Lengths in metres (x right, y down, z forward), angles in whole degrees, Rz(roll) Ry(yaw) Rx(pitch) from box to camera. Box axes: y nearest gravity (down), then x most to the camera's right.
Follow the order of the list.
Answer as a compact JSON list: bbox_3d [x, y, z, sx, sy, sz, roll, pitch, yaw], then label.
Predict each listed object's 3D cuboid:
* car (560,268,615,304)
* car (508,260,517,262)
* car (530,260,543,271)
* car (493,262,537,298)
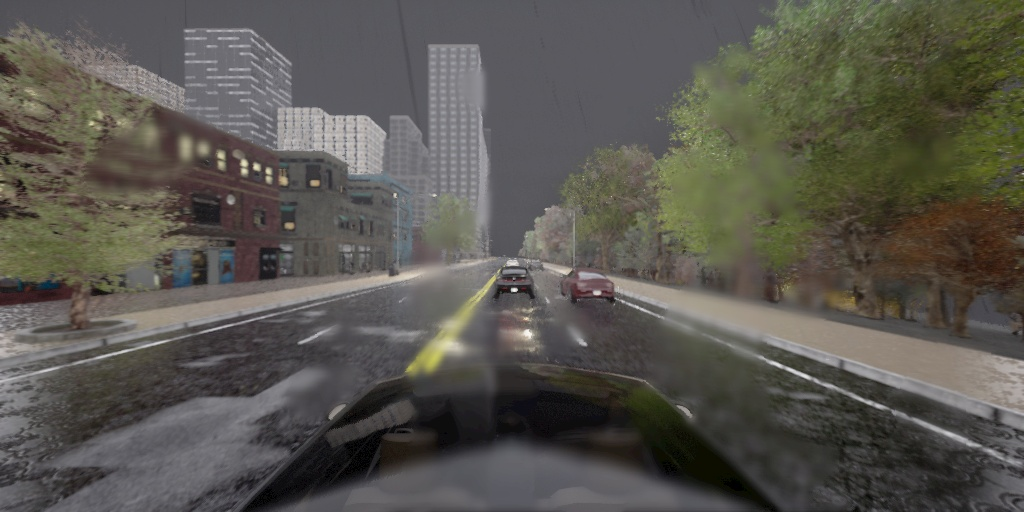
[{"bbox_3d":[3.355,1.283,16.441,1.812,1.442,4.674,0,0,0],"label":"car"},{"bbox_3d":[0.110,1.296,52.921,1.812,1.442,4.674,0,0,0],"label":"car"},{"bbox_3d":[3.361,1.261,51.204,2.128,1.511,4.902,0,0,0],"label":"car"},{"bbox_3d":[0.105,1.264,18.474,1.837,1.490,4.892,0,0,0],"label":"car"}]
